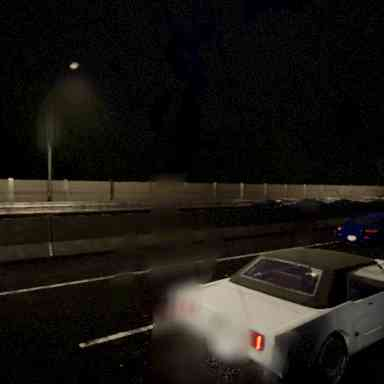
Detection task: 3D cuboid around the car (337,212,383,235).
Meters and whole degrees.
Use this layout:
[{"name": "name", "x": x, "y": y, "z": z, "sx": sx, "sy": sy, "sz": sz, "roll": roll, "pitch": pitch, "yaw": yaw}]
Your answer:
[{"name": "car", "x": 7.752, "y": 1.525, "z": 13.575, "sx": 4.674, "sy": 1.442, "sz": 1.812, "roll": 0, "pitch": 0, "yaw": -35}]

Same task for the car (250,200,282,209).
[{"name": "car", "x": 8.157, "y": 1.560, "z": 35.601, "sx": 4.181, "sy": 1.385, "sz": 1.994, "roll": 0, "pitch": 0, "yaw": -35}]

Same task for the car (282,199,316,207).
[{"name": "car", "x": 11.886, "y": 1.474, "z": 33.962, "sx": 5.008, "sy": 1.535, "sz": 1.882, "roll": 0, "pitch": 0, "yaw": -35}]

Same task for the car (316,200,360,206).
[{"name": "car", "x": 14.228, "y": 1.501, "z": 31.333, "sx": 4.892, "sy": 1.490, "sz": 1.837, "roll": 0, "pitch": 0, "yaw": -35}]

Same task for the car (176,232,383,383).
[{"name": "car", "x": 2.189, "y": 1.601, "z": 5.308, "sx": 4.718, "sy": 1.301, "sz": 1.895, "roll": 0, "pitch": 0, "yaw": -36}]
